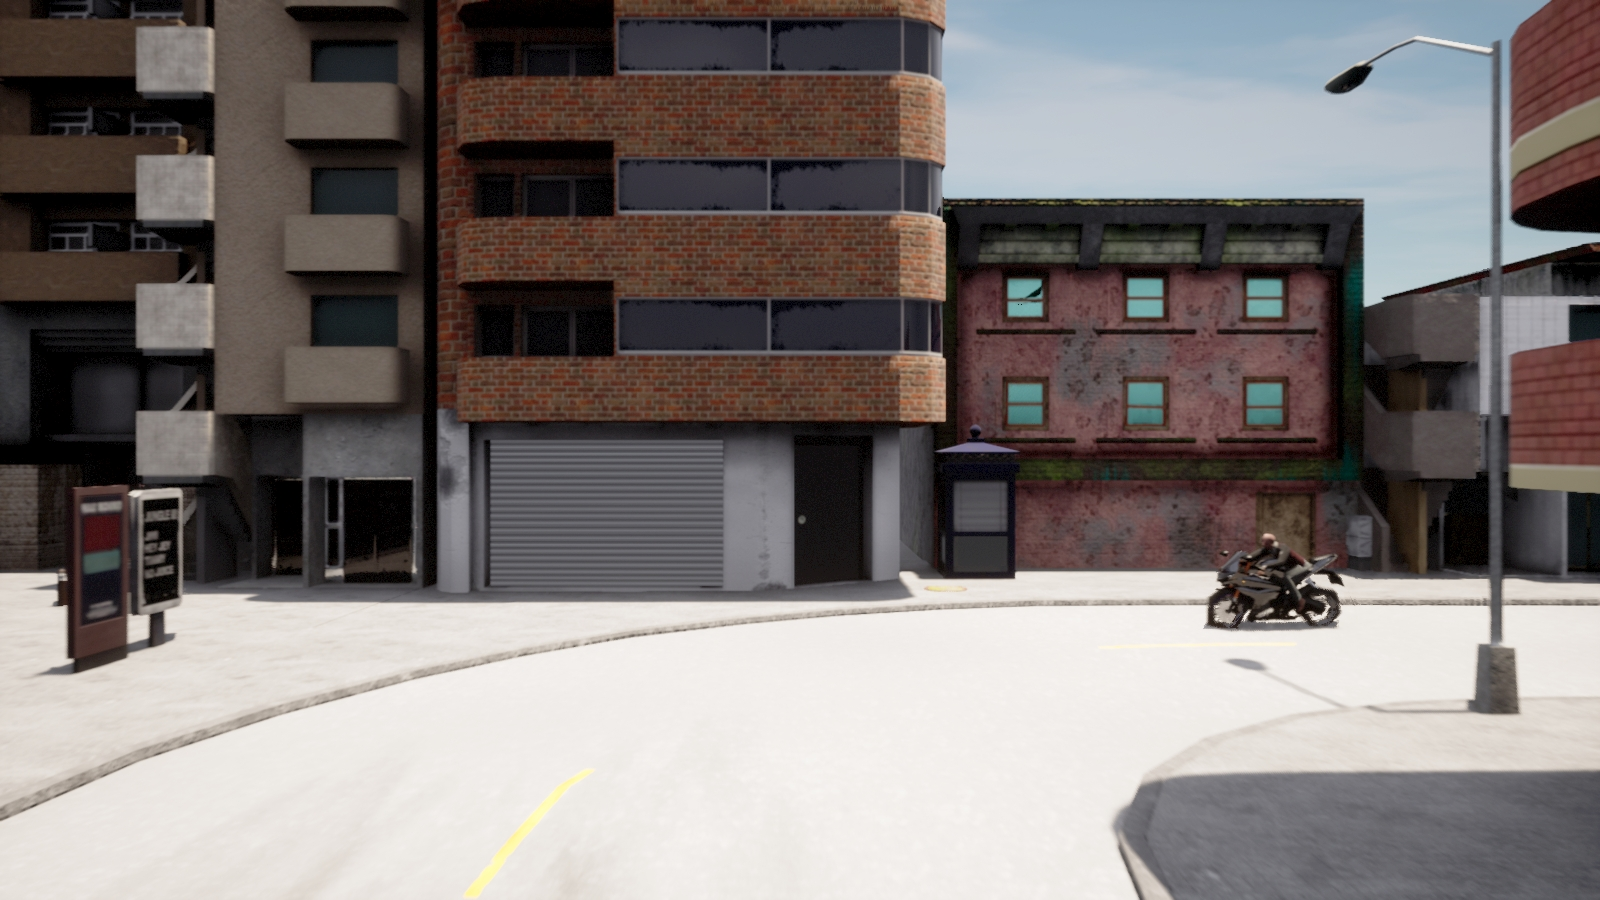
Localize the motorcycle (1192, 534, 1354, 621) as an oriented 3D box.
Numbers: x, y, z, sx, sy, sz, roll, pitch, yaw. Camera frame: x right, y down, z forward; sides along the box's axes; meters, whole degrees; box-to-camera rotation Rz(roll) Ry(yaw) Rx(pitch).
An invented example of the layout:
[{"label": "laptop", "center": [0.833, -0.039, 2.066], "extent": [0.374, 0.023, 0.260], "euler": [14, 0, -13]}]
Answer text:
[{"label": "motorcycle", "center": [7.429, 1.985, 17.983], "extent": [2.209, 1.251, 0.867], "euler": [0, 0, -7]}]
